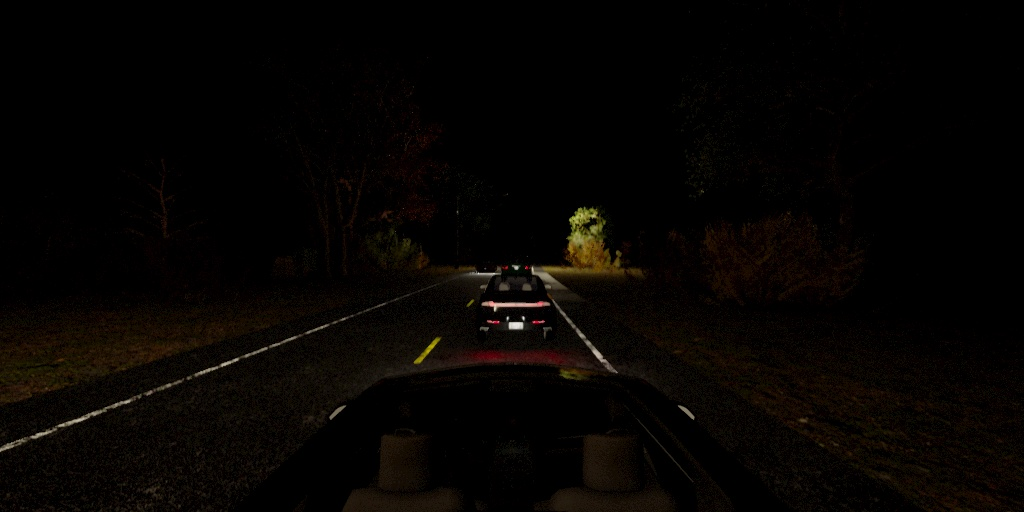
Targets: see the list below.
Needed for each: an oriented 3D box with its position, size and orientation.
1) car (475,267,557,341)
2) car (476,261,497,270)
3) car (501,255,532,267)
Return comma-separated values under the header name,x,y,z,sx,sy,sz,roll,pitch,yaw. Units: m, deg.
name,x,y,z,sx,sy,sz,roll,pitch,yaw
car,0.101,1.226,9.842,2.128,1.511,4.902,0,0,0
car,-2.874,1.218,41.346,1.994,1.385,4.181,0,0,2
car,0.350,0.917,27.185,2.150,2.045,5.566,0,0,1
